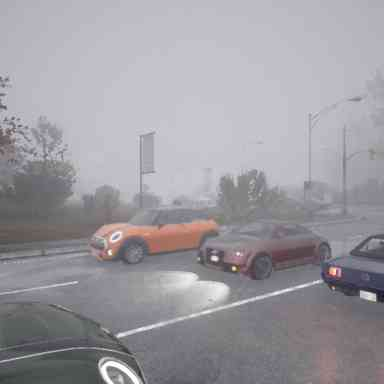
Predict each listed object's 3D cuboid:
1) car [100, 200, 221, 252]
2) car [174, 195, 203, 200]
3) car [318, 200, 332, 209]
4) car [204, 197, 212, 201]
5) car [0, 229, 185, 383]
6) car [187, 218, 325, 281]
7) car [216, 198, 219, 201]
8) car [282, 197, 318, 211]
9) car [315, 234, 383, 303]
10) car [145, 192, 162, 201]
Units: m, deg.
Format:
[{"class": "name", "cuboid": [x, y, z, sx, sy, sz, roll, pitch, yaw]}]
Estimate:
[{"class": "car", "cuboid": [-1.208, 1.337, 11.718, 4.553, 1.767, 2.097, 0, 0, -35]}, {"class": "car", "cuboid": [-0.969, 1.287, 51.752, 2.128, 1.511, 4.902, -1, 0, -38]}, {"class": "car", "cuboid": [13.580, 1.303, 39.150, 2.033, 1.411, 5.357, -1, 0, -39]}, {"class": "car", "cuboid": [1.279, 1.291, 54.546, 1.812, 1.442, 4.674, -1, 0, -38]}, {"class": "car", "cuboid": [-2.483, 1.352, 1.952, 4.553, 1.767, 2.097, 0, 0, -36]}, {"class": "car", "cuboid": [2.215, 1.541, 9.856, 4.181, 1.385, 1.994, 0, 0, -35]}, {"class": "car", "cuboid": [5.245, 1.142, 43.967, 2.097, 1.767, 4.553, -1, 0, -39]}, {"class": "car", "cuboid": [10.947, 1.291, 36.839, 1.837, 1.490, 4.892, -1, 0, -39]}, {"class": "car", "cuboid": [4.989, 1.573, 7.289, 4.718, 1.301, 1.895, 0, 0, -35]}, {"class": "car", "cuboid": [-7.564, 1.021, 60.079, 2.150, 2.045, 5.566, -1, 0, -38]}]
